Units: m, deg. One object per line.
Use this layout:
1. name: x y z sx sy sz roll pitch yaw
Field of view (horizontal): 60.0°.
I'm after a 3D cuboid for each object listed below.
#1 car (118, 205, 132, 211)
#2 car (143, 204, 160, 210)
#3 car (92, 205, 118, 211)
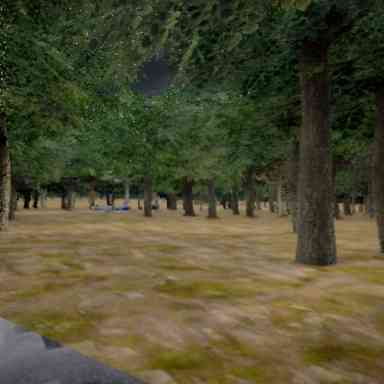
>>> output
1. car: -15.959 3.626 75.979 1.882 1.535 5.008 -1 -3 33
2. car: -9.697 3.702 80.087 1.837 1.490 4.892 -1 -3 33
3. car: -17.884 3.234 67.546 1.895 1.301 4.718 -1 -3 33
